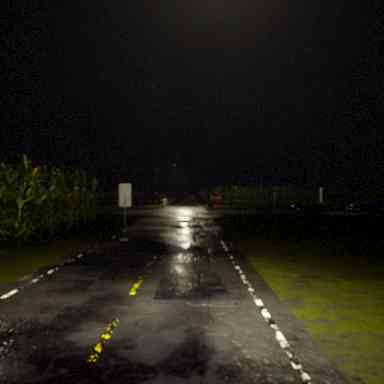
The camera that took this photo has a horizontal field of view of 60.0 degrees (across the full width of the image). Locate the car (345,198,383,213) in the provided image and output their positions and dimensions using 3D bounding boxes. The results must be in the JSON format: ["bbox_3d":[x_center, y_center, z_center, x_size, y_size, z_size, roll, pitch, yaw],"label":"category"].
[{"bbox_3d":[20.961,1.550,39.957,4.553,1.767,2.097,0,0,7],"label":"car"}]

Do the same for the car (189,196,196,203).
[{"bbox_3d":[0.205,2.132,88.584,1.895,1.301,4.718,0,0,0],"label":"car"}]

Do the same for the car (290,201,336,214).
[{"bbox_3d":[13.737,1.731,37.904,4.902,1.511,2.128,0,0,7],"label":"car"}]
